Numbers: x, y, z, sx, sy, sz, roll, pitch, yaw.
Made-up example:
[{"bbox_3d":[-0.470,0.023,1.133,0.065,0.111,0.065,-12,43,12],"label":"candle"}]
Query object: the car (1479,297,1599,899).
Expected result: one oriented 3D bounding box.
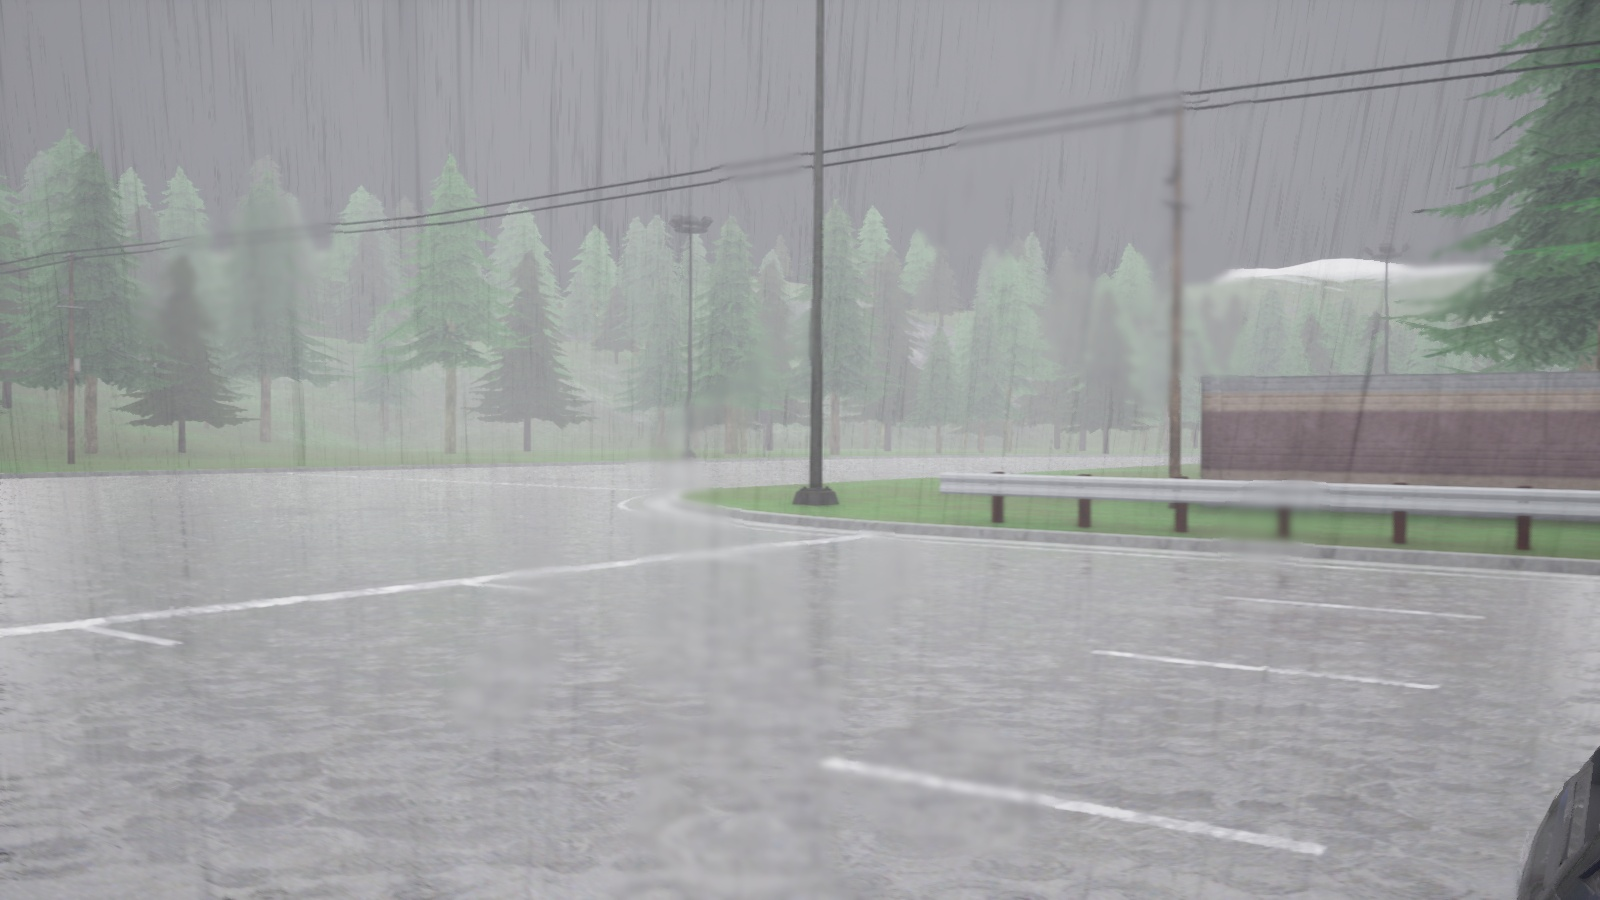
[{"bbox_3d":[3.173,0.580,1.514,3.988,1.617,1.851,0,1,34],"label":"car"}]
